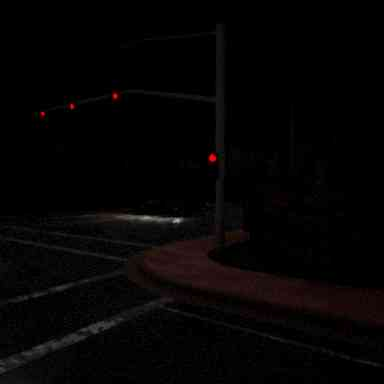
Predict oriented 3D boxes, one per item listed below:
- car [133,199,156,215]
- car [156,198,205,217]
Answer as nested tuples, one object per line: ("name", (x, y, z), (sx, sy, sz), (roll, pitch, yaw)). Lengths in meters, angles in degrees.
("car", (-3.559, 1.384, 32.572), (1.882, 1.535, 5.008), (0, 0, 36))
("car", (-0.711, 1.399, 30.538), (1.882, 1.535, 5.008), (0, 0, 36))
